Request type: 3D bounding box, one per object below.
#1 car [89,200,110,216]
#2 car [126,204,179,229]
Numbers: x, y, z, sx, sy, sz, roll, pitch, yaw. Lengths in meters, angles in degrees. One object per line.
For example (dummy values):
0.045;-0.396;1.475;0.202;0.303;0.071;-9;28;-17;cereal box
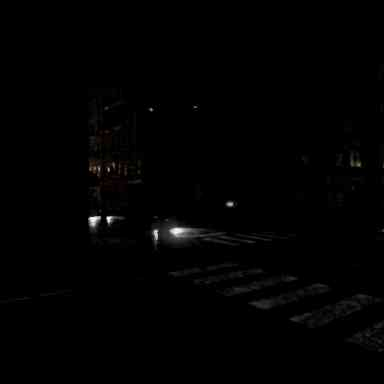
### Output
-9.051;1.445;30.420;1.994;1.385;4.181;-1;1;-35;car
-2.618;1.494;21.407;1.994;1.385;4.181;-1;1;-36;car
